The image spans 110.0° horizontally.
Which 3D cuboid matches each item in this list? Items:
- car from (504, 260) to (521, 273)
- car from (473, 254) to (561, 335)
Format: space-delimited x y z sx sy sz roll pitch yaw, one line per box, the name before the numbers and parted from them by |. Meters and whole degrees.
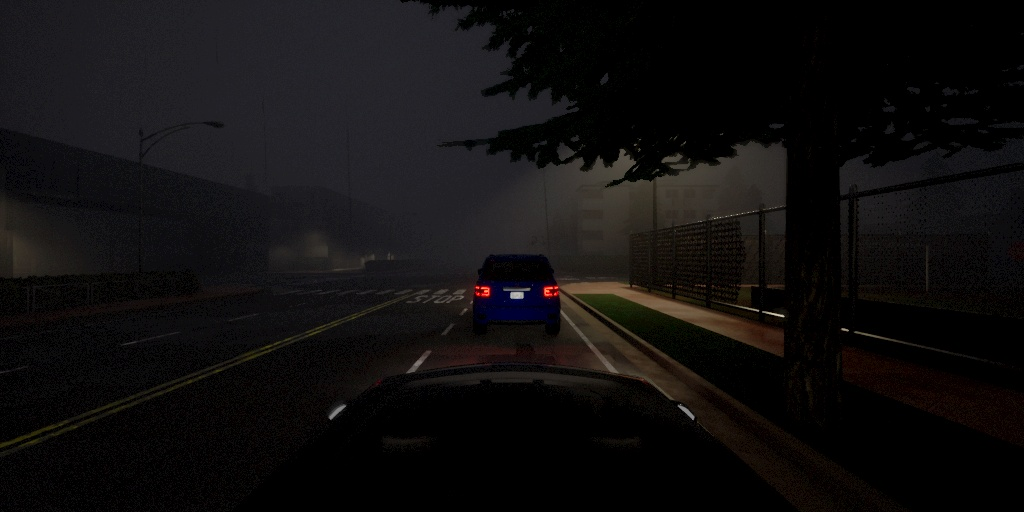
car | 0.029 1.242 45.564 2.128 1.511 4.902 0 0 0
car | 0.116 0.972 10.689 2.150 2.045 5.566 0 0 0
